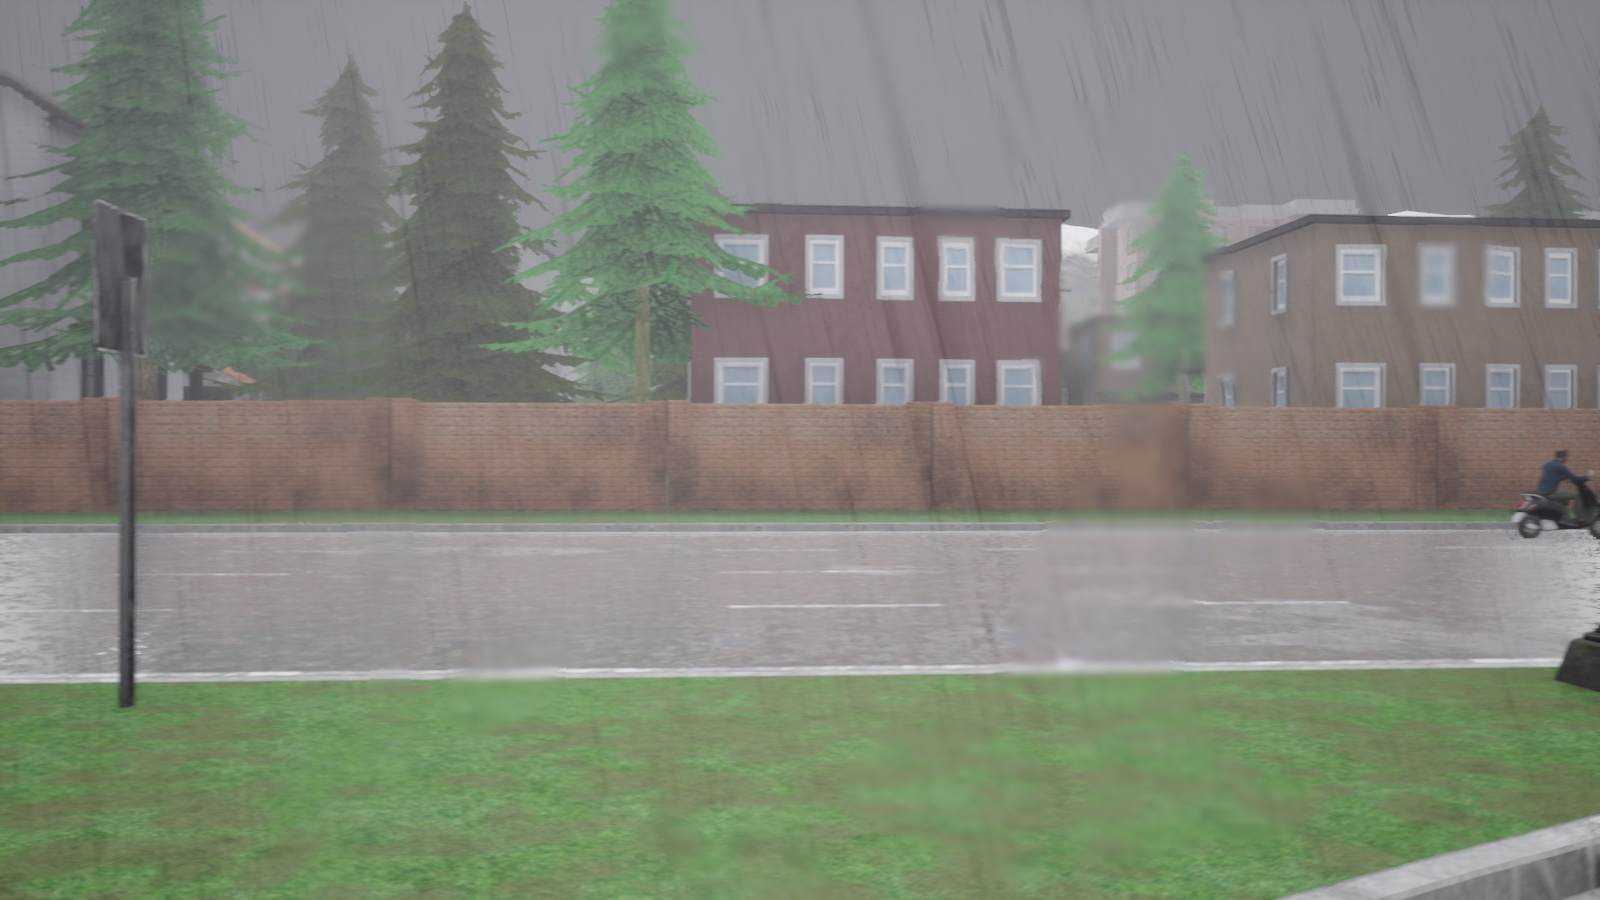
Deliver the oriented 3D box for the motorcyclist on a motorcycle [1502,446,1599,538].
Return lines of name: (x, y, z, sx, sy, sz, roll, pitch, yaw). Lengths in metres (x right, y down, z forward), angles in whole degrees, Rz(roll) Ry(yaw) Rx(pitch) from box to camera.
motorcyclist on a motorcycle: (13.467, 0.720, 22.046, 1.817, 1.590, 0.866, 0, 0, -5)
